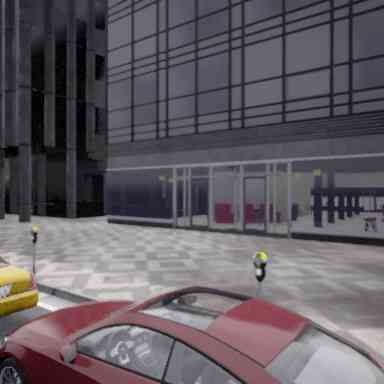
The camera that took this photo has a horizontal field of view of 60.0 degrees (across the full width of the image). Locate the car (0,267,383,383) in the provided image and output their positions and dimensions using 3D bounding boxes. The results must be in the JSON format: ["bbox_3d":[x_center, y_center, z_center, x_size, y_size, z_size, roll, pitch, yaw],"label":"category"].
[{"bbox_3d":[-0.131,1.580,3.055,4.206,1.307,1.802,0,0,35],"label":"car"}]

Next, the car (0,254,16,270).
[{"bbox_3d":[-4.892,1.517,6.449,4.829,1.417,1.752,0,0,35],"label":"car"}]
